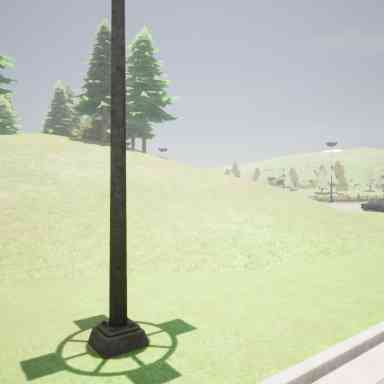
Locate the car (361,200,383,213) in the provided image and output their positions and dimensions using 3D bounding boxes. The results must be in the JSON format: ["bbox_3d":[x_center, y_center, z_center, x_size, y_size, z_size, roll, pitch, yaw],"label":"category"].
[{"bbox_3d":[21.262,1.564,37.859,1.994,1.385,4.181,0,0,-10],"label":"car"}]
